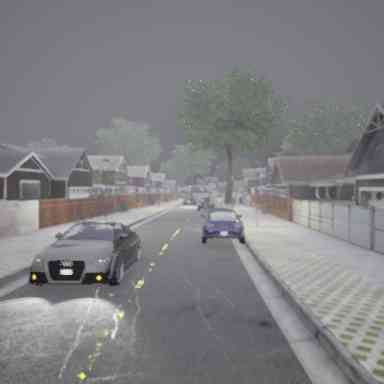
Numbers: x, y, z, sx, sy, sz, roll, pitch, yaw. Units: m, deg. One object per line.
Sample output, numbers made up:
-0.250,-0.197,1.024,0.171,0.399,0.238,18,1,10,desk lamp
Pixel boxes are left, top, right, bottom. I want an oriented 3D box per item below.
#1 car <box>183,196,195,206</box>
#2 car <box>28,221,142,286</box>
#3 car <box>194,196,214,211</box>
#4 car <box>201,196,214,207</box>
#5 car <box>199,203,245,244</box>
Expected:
-0.349,1.326,51.890,2.128,1.511,4.902,0,0,4,car
-2.645,1.522,9.141,1.994,1.385,4.181,0,0,2,car
1.623,1.393,38.578,1.812,1.442,4.674,0,0,5,car
2.304,1.370,49.262,1.812,1.442,4.674,0,0,3,car
1.383,1.465,15.471,1.812,1.442,4.674,0,0,3,car
